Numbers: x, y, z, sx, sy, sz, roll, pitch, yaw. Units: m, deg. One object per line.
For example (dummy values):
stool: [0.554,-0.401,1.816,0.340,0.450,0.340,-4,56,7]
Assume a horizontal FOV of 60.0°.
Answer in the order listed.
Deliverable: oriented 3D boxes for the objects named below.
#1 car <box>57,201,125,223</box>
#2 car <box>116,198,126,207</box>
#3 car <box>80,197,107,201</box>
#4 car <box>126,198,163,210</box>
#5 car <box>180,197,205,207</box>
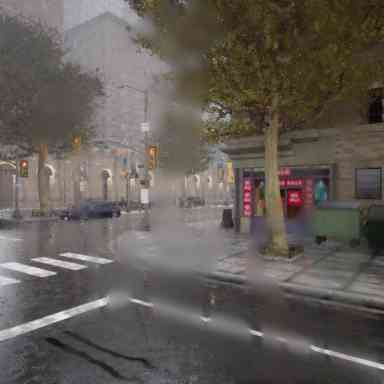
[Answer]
car: [-7.770,1.601,25.701,1.895,1.301,4.718,0,0,36]
car: [-10.164,1.595,47.912,1.895,1.301,4.718,0,0,36]
car: [-10.970,1.352,35.442,2.097,1.767,4.553,0,0,36]
car: [-5.680,1.505,42.760,1.837,1.490,4.892,0,0,36]
car: [0.140,1.505,50.800,1.837,1.490,4.892,0,0,36]
